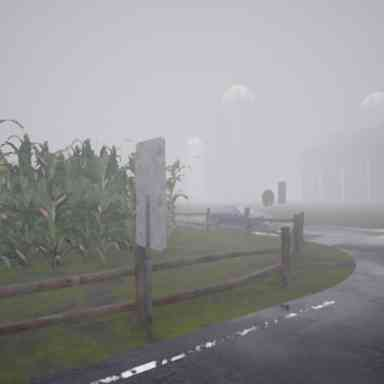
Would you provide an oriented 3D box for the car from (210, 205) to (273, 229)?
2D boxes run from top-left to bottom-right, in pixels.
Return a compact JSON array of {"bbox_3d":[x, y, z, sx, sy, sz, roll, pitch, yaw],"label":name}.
[{"bbox_3d":[3.013,1.541,21.220,1.812,1.442,4.674,-1,-1,-35],"label":"car"}]

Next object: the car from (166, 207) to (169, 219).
[{"bbox_3d":[-4.118,1.436,30.758,2.150,2.045,5.566,-1,0,-37],"label":"car"}]
